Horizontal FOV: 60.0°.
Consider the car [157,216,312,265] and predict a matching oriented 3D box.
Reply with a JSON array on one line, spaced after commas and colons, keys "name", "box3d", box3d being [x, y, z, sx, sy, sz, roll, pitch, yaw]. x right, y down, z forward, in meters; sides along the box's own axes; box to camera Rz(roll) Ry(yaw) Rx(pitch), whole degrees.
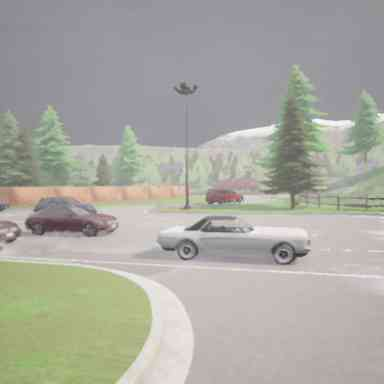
[{"name": "car", "box3d": [1.374, 1.439, 10.735, 4.718, 1.301, 1.895, -1, 1, 16]}]

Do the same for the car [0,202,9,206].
[{"name": "car", "box3d": [-21.030, 1.288, 33.355, 5.008, 1.535, 1.882, -1, 1, 2]}]

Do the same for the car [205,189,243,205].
[{"name": "car", "box3d": [4.201, 0.591, 42.814, 5.566, 2.045, 2.150, -1, 1, -40]}]

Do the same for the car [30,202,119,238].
[{"name": "car", "box3d": [-5.941, 1.378, 16.417, 4.674, 1.442, 1.812, -1, 1, 16]}]

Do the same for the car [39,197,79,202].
[{"name": "car", "box3d": [-9.374, 1.135, 24.645, 4.553, 1.767, 2.097, 0, 1, 16]}]

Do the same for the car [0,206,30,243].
[{"name": "car", "box3d": [-9.454, 1.457, 13.777, 4.674, 1.442, 1.812, -1, 1, 15]}]
